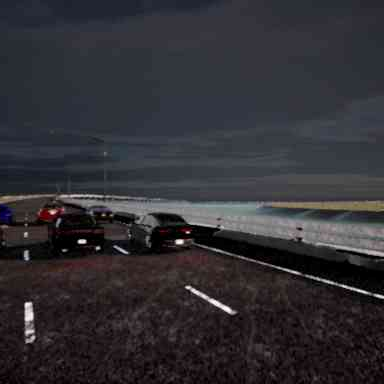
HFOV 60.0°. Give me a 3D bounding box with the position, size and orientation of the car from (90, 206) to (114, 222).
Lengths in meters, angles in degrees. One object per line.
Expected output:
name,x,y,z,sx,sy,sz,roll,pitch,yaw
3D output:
car,-7.804,1.831,27.468,2.033,1.411,5.357,0,-1,-26

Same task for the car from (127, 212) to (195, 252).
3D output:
car,-1.548,1.667,14.966,1.837,1.490,4.892,0,0,-26

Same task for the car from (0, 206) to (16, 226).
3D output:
car,-14.667,1.782,25.579,1.812,1.442,4.674,0,0,-26

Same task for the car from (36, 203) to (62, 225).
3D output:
car,-11.327,1.623,26.717,2.097,1.767,4.553,0,-1,-26

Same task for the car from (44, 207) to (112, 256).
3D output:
car,-5.006,1.624,14.070,1.882,1.535,5.008,0,0,-26

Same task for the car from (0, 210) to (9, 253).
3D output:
car,-7.798,1.628,11.813,1.837,1.490,4.892,0,0,-26
